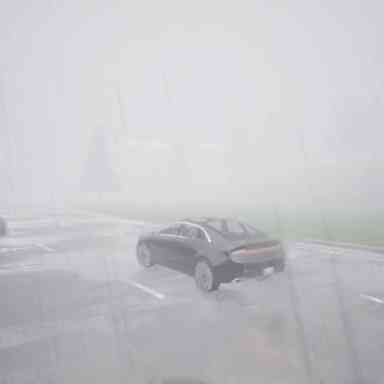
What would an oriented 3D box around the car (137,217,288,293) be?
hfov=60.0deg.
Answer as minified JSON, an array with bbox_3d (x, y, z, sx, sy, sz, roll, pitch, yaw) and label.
[{"bbox_3d":[0.198,1.411,8.787,2.128,1.511,4.902,-1,0,-34],"label":"car"}]

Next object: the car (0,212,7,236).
[{"bbox_3d":[-11.372,1.609,18.083,1.994,1.385,4.181,-1,1,-35],"label":"car"}]
